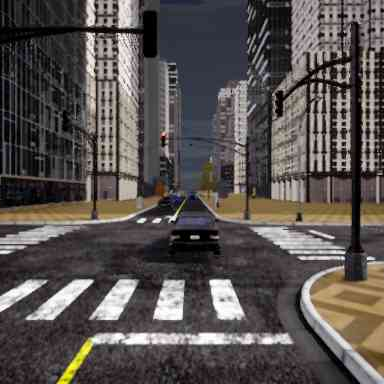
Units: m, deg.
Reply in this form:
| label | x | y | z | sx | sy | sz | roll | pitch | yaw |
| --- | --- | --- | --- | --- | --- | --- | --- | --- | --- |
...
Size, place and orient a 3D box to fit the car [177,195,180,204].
| label | x | y | z | sx | sy | sz | roll | pitch | yaw |
| --- | --- | --- | --- | --- | --- | --- | --- | --- | --- |
| car | -3.057 | 1.148 | 55.556 | 1.882 | 1.535 | 5.008 | 0 | 0 | 0 |

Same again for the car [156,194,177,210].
| label | x | y | z | sx | sy | sz | roll | pitch | yaw |
| --- | --- | --- | --- | --- | --- | --- | --- | --- | --- |
| car | -3.088 | 1.273 | 39.307 | 1.837 | 1.490 | 4.892 | 0 | 0 | 0 |

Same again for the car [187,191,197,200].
| label | x | y | z | sx | sy | sz | roll | pitch | yaw |
| --- | --- | --- | --- | --- | --- | --- | --- | --- | --- |
| car | 0.011 | 0.756 | 72.320 | 2.097 | 1.767 | 4.553 | 0 | 0 | 0 |

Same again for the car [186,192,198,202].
| label | x | y | z | sx | sy | sz | roll | pitch | yaw |
| --- | --- | --- | --- | --- | --- | --- | --- | --- | --- |
| car | 0.010 | 1.155 | 62.348 | 1.812 | 1.442 | 4.674 | 0 | 0 | 0 |

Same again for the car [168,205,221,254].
| label | x | y | z | sx | sy | sz | roll | pitch | yaw |
| --- | --- | --- | --- | --- | --- | --- | --- | --- | --- |
| car | 0.097 | 1.468 | 12.994 | 2.033 | 1.411 | 5.357 | 0 | 0 | 0 |
